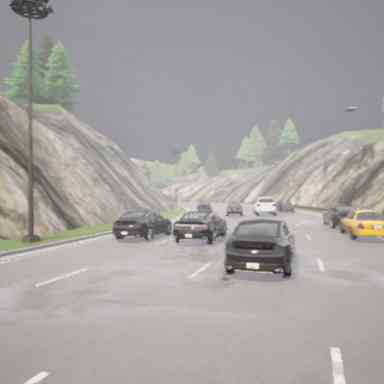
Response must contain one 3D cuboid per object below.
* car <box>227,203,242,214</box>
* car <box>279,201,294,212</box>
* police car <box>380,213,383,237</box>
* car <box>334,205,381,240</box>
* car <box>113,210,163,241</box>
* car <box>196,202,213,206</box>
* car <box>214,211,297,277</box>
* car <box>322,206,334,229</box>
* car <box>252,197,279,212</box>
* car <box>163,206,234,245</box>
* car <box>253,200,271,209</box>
[{"bbox_3d":[4.813,1.984,38.340,2.033,1.411,5.357,-1,-1,5],"label":"car"},{"bbox_3d":[12.128,1.916,43.962,2.128,1.511,4.902,-1,-1,2],"label":"car"},{"bbox_3d":[6.032,1.455,7.579,1.930,1.638,5.238,-1,-1,19],"label":"police car"},{"bbox_3d":[8.999,1.577,17.427,1.801,1.575,5.366,-1,-1,15],"label":"car"},{"bbox_3d":[-2.643,1.774,18.550,1.837,1.490,4.892,0,-1,16],"label":"car"},{"bbox_3d":[1.583,2.037,42.974,1.837,1.490,4.892,0,-1,4],"label":"car"},{"bbox_3d":[2.296,1.619,10.723,1.837,1.490,4.892,0,0,18],"label":"car"},{"bbox_3d":[10.372,1.685,23.200,1.837,1.490,4.892,-1,-1,12],"label":"car"},{"bbox_3d":[8.252,1.619,38.305,2.150,2.045,5.566,0,-1,6],"label":"car"},{"bbox_3d":[0.520,1.703,16.830,2.128,1.511,4.902,-1,-1,16],"label":"car"},{"bbox_3d":[12.219,2.173,58.555,1.994,1.385,4.181,-1,-1,-4],"label":"car"}]
